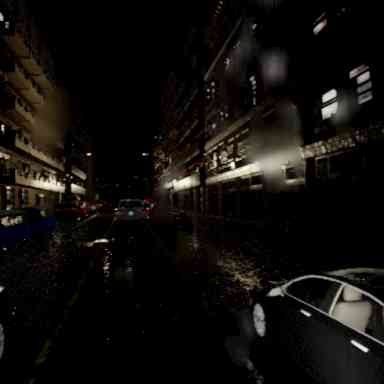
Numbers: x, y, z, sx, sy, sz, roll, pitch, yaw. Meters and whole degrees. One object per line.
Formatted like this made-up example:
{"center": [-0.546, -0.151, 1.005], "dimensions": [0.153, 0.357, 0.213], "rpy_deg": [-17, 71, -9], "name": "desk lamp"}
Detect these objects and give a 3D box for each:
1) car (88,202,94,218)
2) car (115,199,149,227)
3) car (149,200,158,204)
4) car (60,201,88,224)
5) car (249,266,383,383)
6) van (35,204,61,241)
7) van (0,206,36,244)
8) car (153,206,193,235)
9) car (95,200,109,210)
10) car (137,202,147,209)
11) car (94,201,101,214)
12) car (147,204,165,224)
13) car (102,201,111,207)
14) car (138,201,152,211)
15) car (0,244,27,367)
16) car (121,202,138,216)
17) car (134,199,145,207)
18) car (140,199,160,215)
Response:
{"center": [-12.027, 1.928, 35.006], "dimensions": [2.192, 1.841, 5.009], "rpy_deg": [0, -1, -11], "name": "car"}
{"center": [-4.858, 1.598, 26.338], "dimensions": [2.150, 2.045, 5.566], "rpy_deg": [-1, 0, -11], "name": "car"}
{"center": [-3.218, 1.838, 31.028], "dimensions": [1.967, 1.590, 4.097], "rpy_deg": [0, -1, -11], "name": "car"}
{"center": [-10.970, 1.844, 29.579], "dimensions": [2.192, 1.841, 5.009], "rpy_deg": [0, -1, -11], "name": "car"}
{"center": [2.063, 1.552, 3.885], "dimensions": [2.008, 1.369, 4.403], "rpy_deg": [0, -1, -11], "name": "car"}
{"center": [-8.855, 1.706, 18.724], "dimensions": [1.690, 1.788, 3.998], "rpy_deg": [1, -1, -11], "name": "van"}
{"center": [-7.796, 1.626, 13.294], "dimensions": [1.690, 1.788, 3.998], "rpy_deg": [1, -1, -11], "name": "van"}
{"center": [-1.110, 1.778, 20.169], "dimensions": [1.887, 1.381, 4.507], "rpy_deg": [0, -1, -11], "name": "car"}
{"center": [-17.316, 2.372, 62.145], "dimensions": [2.192, 1.841, 5.009], "rpy_deg": [0, -1, -11], "name": "car"}
{"center": [-9.606, 2.508, 63.589], "dimensions": [1.802, 1.307, 4.206], "rpy_deg": [0, -1, -11], "name": "car"}
{"center": [-14.144, 2.351, 45.860], "dimensions": [1.947, 1.339, 4.313], "rpy_deg": [0, -1, -11], "name": "car"}
{"center": [-2.168, 1.860, 25.596], "dimensions": [1.887, 1.381, 4.507], "rpy_deg": [0, -1, -11], "name": "car"}
{"center": [-21.548, 3.030, 83.854], "dimensions": [1.802, 1.307, 4.206], "rpy_deg": [0, -1, -11], "name": "car"}
{"center": [-7.491, 2.183, 52.734], "dimensions": [1.967, 1.590, 4.097], "rpy_deg": [0, -1, -11], "name": "car"}
{"center": [-3.162, 1.595, 2.825], "dimensions": [1.837, 1.490, 4.892], "rpy_deg": [-1, -1, -11], "name": "car"}
{"center": [-7.972, 2.100, 42.359], "dimensions": [1.882, 1.535, 5.008], "rpy_deg": [-1, 0, -11], "name": "car"}
{"center": [-11.721, 2.433, 74.450], "dimensions": [2.192, 1.841, 5.009], "rpy_deg": [0, -1, -11], "name": "car"}
{"center": [-5.374, 1.882, 41.879], "dimensions": [2.192, 1.841, 5.009], "rpy_deg": [0, -1, -11], "name": "car"}
